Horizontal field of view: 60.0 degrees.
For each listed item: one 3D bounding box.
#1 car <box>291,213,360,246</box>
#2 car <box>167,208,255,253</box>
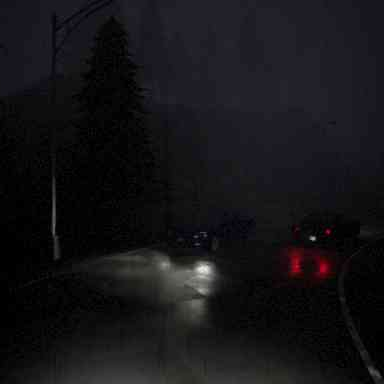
[{"bbox_3d":[6.397,1.641,15.528,1.895,1.301,4.718,1,0,38],"label":"car"},{"bbox_3d":[0.987,1.463,14.037,1.882,1.535,5.008,0,0,34],"label":"car"}]
